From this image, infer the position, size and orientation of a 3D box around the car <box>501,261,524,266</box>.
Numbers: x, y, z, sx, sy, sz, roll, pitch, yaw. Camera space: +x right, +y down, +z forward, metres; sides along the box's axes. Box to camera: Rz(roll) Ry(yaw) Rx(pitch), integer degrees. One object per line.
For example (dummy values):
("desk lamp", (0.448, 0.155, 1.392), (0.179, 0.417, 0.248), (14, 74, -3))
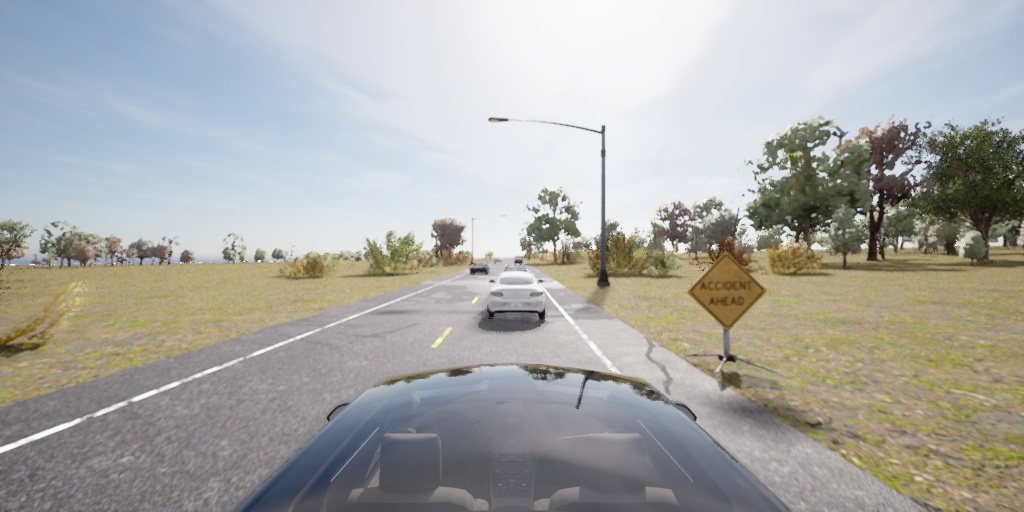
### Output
("car", (0.273, 1.322, 29.701), (1.895, 1.301, 4.718), (0, 0, 0))

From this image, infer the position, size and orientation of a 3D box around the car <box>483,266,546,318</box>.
("car", (0.155, 1.265, 12.742), (1.812, 1.442, 4.674), (0, 0, 1))

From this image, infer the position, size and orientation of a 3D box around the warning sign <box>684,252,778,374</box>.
("warning sign", (3.575, 0.863, 5.958), (1.300, 1.860, 1.060), (0, 0, 0))

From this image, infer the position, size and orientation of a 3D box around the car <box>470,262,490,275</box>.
("car", (-3.361, 1.310, 38.074), (1.895, 1.301, 4.718), (0, 0, 0))
